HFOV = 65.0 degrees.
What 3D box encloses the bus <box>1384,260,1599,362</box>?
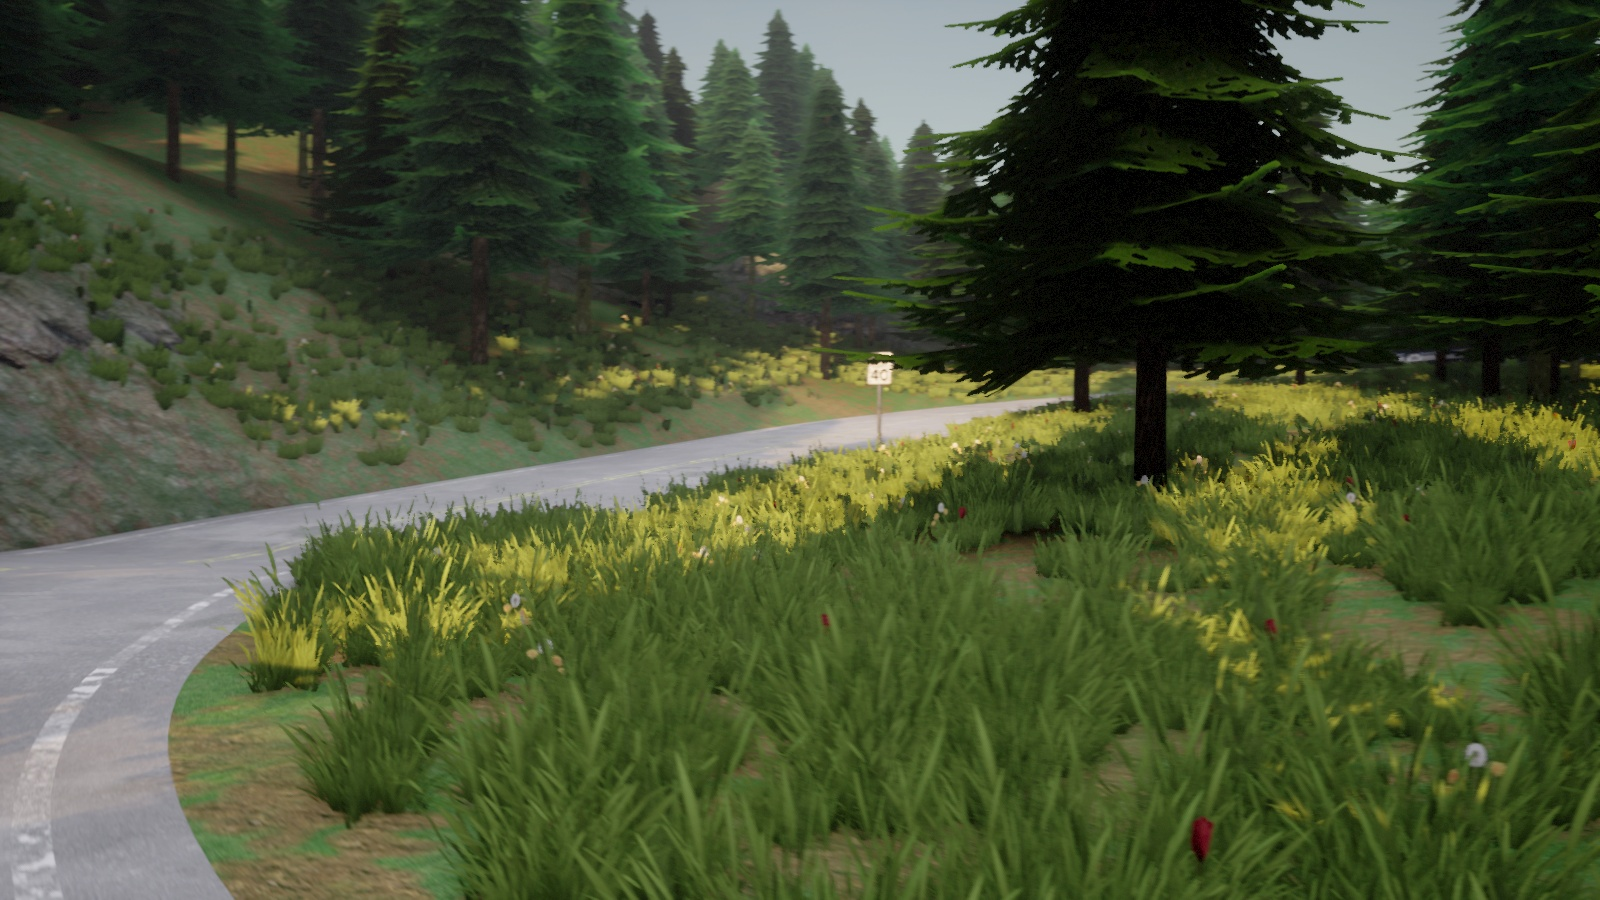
[{"bbox_3d":[35.662,-7.088,64.182,10.273,4.253,3.944,-6,3,-16],"label":"bus"}]
